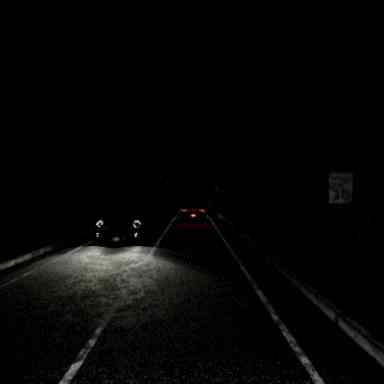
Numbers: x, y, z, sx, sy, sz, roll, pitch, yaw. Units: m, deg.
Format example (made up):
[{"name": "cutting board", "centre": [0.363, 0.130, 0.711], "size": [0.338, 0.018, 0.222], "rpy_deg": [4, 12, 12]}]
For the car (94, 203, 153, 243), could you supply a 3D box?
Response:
[{"name": "car", "centre": [-3.103, 1.342, 15.863], "size": [2.097, 1.767, 4.553], "rpy_deg": [0, 0, 0]}]

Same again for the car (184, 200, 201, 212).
[{"name": "car", "centre": [0.092, 1.735, 42.817], "size": [2.033, 1.411, 5.357], "rpy_deg": [0, -1, 0]}]

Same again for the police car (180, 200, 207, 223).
[{"name": "police car", "centre": [0.096, 1.494, 25.670], "size": [2.038, 1.542, 4.974], "rpy_deg": [0, 0, 0]}]
